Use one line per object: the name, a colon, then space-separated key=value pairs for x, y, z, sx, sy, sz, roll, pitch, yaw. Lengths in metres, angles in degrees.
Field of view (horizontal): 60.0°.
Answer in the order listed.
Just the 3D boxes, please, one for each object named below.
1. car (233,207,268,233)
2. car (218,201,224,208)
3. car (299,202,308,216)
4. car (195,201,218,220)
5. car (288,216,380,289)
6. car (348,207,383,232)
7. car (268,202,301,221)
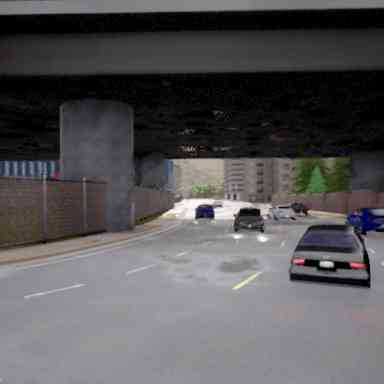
car: x=3.836 y=1.792 z=22.079 sx=1.837 sy=1.490 sz=4.892 roll=0 pitch=-1 yaw=10
car: x=5.078 y=2.482 z=65.458 sx=1.812 sy=1.442 sz=4.674 roll=-1 pitch=-1 yaw=0
car: x=12.027 y=1.942 z=38.744 sx=1.837 sy=1.490 sz=4.892 roll=-1 pitch=-1 yaw=1
car: x=1.330 y=1.962 z=33.561 sx=1.882 sy=1.535 sz=5.008 roll=-1 pitch=-1 yaw=1
car: x=4.001 y=1.648 z=9.545 sx=2.033 sy=1.411 sz=5.357 roll=-1 pitch=-1 yaw=25
car: x=10.720 y=1.654 z=19.917 sx=1.882 sy=1.535 sz=5.008 roll=-1 pitch=-1 yaw=12
car: x=8.391 y=1.896 z=31.306 sx=1.812 sy=1.442 sz=4.674 roll=-1 pitch=-1 yaw=2
